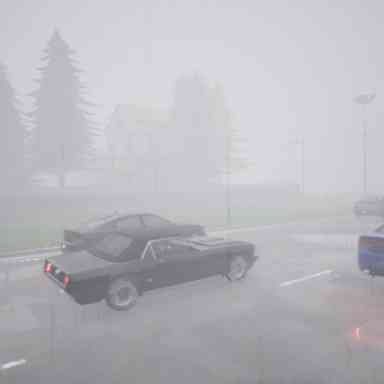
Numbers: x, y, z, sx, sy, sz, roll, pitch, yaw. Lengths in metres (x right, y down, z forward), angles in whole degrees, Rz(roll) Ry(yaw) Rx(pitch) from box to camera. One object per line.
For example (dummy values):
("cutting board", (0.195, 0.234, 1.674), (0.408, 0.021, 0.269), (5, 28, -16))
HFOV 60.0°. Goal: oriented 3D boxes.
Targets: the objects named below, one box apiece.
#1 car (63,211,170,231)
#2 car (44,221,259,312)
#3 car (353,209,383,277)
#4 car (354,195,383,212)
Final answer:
("car", (-1.756, 1.377, 11.197), (5.008, 1.535, 1.882), (-2, 1, -36))
("car", (-0.690, 1.523, 7.624), (4.718, 1.301, 1.895), (-2, 1, -36))
("car", (6.088, 1.250, 8.261), (5.008, 1.535, 1.882), (-2, 1, -36))
("car", (12.396, 0.964, 21.548), (4.902, 1.511, 2.128), (-2, 1, -36))
